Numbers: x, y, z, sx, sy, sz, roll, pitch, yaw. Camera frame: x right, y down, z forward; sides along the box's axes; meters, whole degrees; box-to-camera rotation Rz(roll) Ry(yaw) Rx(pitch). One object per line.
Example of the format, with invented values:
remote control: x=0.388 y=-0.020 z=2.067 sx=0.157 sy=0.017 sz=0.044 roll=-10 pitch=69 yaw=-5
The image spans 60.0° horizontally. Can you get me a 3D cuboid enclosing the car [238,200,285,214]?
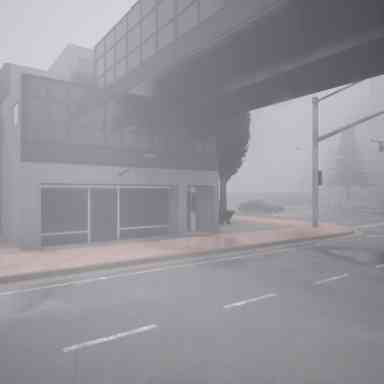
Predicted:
car: x=7.333 y=1.547 z=35.678 sx=2.033 sy=1.411 sz=5.357 roll=0 pitch=0 yaw=-36

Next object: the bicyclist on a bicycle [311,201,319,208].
bicyclist on a bicycle: x=15.781 y=1.301 z=42.744 sx=1.656 sy=1.620 sz=0.582 roll=0 pitch=0 yaw=-36
